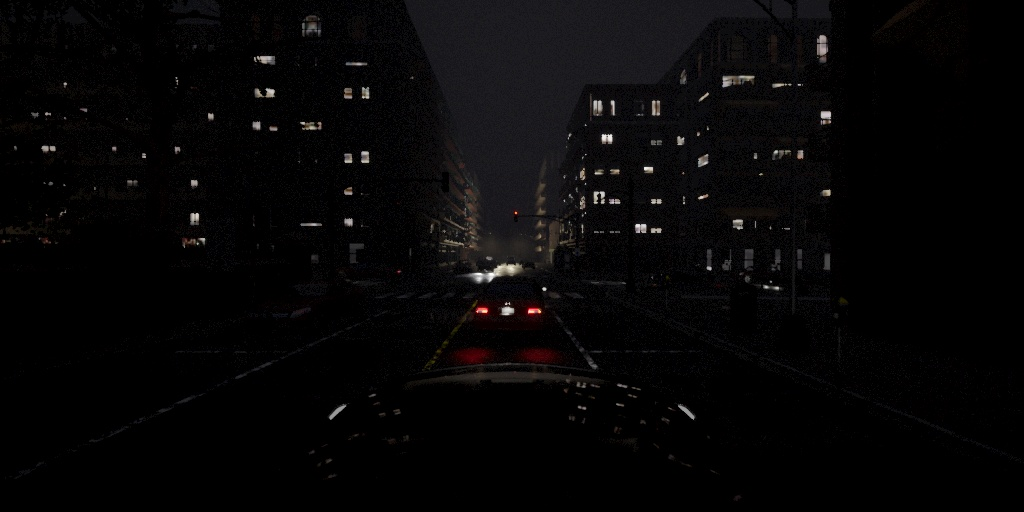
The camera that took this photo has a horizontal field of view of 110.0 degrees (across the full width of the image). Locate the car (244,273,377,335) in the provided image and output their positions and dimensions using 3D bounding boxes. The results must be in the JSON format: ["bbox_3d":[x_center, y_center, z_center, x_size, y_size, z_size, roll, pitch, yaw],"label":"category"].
[{"bbox_3d":[-5.713,1.331,10.502,1.802,1.307,4.207,0,0,0],"label":"car"}]

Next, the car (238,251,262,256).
[{"bbox_3d":[-17.606,0.694,25.075,5.566,2.045,2.150,1,0,-1],"label":"car"}]

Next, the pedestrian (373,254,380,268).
[{"bbox_3d":[-12.807,0.652,33.884,0.375,1.860,0.375,0,-1,-1],"label":"pedestrian"}]

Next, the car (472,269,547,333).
[{"bbox_3d":[0.052,1.297,10.715,2.033,1.411,5.357,0,0,3],"label":"car"}]

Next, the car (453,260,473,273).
[{"bbox_3d":[-5.811,1.188,42.912,1.967,1.591,4.097,0,0,0],"label":"car"}]

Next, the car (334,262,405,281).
[{"bbox_3d":[-11.215,1.140,28.039,5.357,1.411,2.033,2,0,-5],"label":"car"}]

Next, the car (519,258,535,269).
[{"bbox_3d":[2.535,1.299,54.209,2.007,1.370,4.403,0,0,0],"label":"car"}]

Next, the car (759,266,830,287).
[{"bbox_3d":[23.499,1.732,28.906,5.357,1.411,2.033,1,0,-1],"label":"car"}]

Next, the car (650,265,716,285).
[{"bbox_3d":[13.690,1.502,28.752,4.902,1.511,2.128,1,0,-1],"label":"car"}]

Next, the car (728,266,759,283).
[{"bbox_3d":[21.293,1.571,31.431,4.097,1.591,1.967,0,0,-1],"label":"car"}]

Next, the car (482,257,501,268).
[{"bbox_3d":[-3.250,1.295,56.969,2.033,1.411,5.357,0,0,0],"label":"car"}]

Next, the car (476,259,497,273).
[{"bbox_3d":[-3.224,1.349,44.678,1.895,1.301,4.718,0,0,0],"label":"car"}]
